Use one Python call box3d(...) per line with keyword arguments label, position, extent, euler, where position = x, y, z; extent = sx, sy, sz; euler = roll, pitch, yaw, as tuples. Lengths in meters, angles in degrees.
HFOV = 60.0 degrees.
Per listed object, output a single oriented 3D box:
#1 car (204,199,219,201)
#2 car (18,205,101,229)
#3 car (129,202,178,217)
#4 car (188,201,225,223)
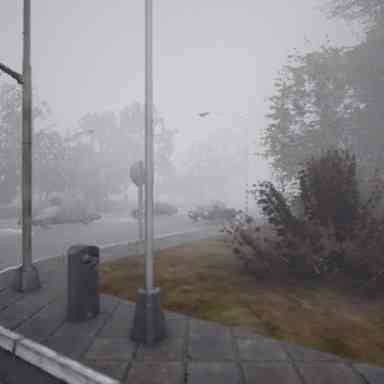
box3d(label="car", position=(2.234, 1.608, 40.303), extent=(2.033, 1.411, 5.357), euler=(0, 0, 32))
box3d(label="car", position=(-8.834, 1.606, 22.735), extent=(2.033, 1.411, 5.357), euler=(0, 0, 36))
box3d(label="car", position=(-3.458, 1.607, 31.308), extent=(2.033, 1.411, 5.357), euler=(0, 0, 32))
box3d(label="car", position=(1.717, 1.639, 26.072), extent=(1.895, 1.301, 4.718), euler=(0, 0, 32))
